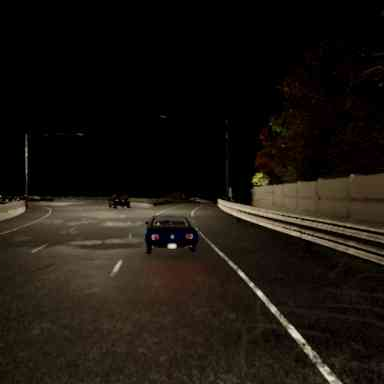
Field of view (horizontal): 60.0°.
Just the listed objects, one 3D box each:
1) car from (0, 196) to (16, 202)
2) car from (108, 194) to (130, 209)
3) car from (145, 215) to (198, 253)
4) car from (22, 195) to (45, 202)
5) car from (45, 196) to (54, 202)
[{"bbox_3d":[-46.323,1.751,82.085,4.902,1.511,2.128,0,0,39],"label":"car"},{"bbox_3d":[-10.126,1.272,46.013,2.150,2.045,5.566,0,0,-24],"label":"car"},{"bbox_3d":[-0.990,1.606,13.877,1.895,1.301,4.718,0,0,-8],"label":"car"},{"bbox_3d":[-37.758,1.705,79.187,4.902,1.511,2.128,0,0,41],"label":"car"},{"bbox_3d":[-36.053,1.720,82.368,4.181,1.385,1.994,0,0,41],"label":"car"}]
